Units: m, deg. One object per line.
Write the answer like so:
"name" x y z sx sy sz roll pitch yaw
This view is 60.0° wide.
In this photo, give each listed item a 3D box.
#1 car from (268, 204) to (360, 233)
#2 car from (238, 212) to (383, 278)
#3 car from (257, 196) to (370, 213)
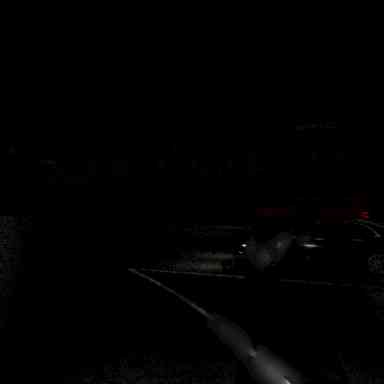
"car" 7.161 1.496 19.916 4.902 1.511 2.128 0 0 18
"car" 3.822 1.506 9.962 4.892 1.490 1.837 0 0 18
"car" 5.853 1.226 16.662 5.566 2.045 2.150 0 0 18
